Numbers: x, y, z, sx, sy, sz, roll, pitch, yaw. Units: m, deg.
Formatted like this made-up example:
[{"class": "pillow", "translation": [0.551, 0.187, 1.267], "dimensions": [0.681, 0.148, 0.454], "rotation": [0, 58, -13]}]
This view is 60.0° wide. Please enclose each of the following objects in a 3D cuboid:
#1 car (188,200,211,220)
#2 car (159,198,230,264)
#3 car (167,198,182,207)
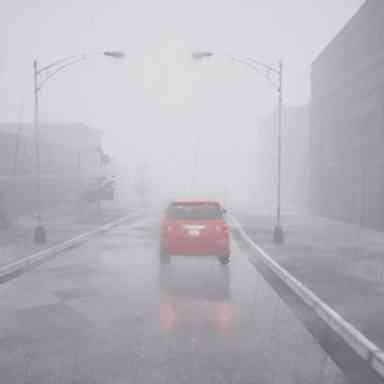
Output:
[{"class": "car", "translation": [0.690, 1.490, 29.450], "dimensions": [1.882, 1.535, 5.008], "rotation": [0, 0, 2]}, {"class": "car", "translation": [0.112, 1.228, 12.033], "dimensions": [2.150, 2.045, 5.566], "rotation": [0, 0, 1]}, {"class": "car", "translation": [-2.626, 1.580, 51.331], "dimensions": [1.994, 1.385, 4.181], "rotation": [0, 0, 1]}]
